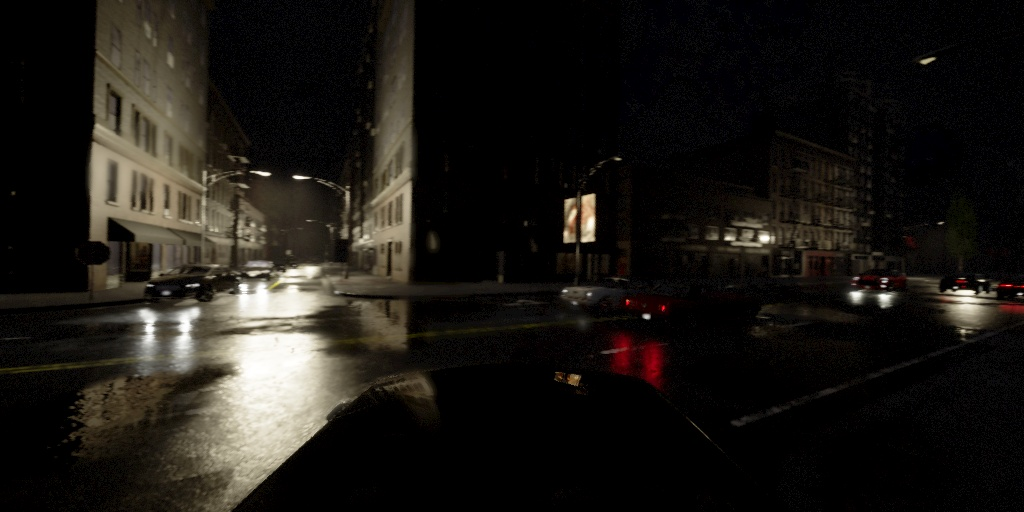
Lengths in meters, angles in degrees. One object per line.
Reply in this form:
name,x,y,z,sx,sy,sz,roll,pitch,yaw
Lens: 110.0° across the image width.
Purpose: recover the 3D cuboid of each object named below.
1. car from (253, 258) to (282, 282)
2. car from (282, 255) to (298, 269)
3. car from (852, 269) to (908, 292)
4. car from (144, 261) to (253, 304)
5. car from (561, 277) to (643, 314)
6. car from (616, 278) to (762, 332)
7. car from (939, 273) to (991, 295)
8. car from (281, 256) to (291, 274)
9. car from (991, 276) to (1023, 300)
car,-19.114,1.096,27.130,2.128,1.511,4.902,1,-1,-28
car,-32.491,0.843,52.062,2.150,2.045,5.566,1,-1,-28
car,28.331,1.775,27.620,4.553,1.767,2.097,1,0,-28
car,-13.470,1.102,15.470,2.128,1.511,4.902,1,-1,-19
car,4.339,1.513,14.642,4.718,1.301,1.895,1,0,-28
car,5.876,1.521,11.547,4.718,1.301,1.895,1,0,-29
car,33.690,2.018,26.642,4.892,1.490,1.837,1,0,-28
car,-25.085,1.064,38.178,1.882,1.535,5.008,1,-1,-28
car,30.823,1.934,21.390,4.892,1.490,1.837,1,0,-28
